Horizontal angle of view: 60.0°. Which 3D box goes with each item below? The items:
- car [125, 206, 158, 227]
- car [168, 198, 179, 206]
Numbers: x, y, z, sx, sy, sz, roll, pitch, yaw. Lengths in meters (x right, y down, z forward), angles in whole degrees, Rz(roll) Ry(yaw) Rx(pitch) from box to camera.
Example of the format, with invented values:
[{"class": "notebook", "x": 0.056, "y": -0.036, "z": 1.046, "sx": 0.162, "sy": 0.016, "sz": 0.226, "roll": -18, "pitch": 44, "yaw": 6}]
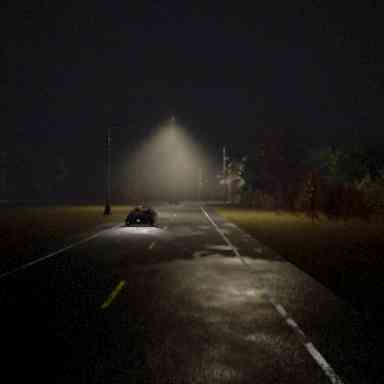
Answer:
[{"class": "car", "x": -3.649, "y": 1.772, "z": 24.630, "sx": 1.994, "sy": 1.385, "sz": 4.181, "roll": 0, "pitch": 0, "yaw": 0}, {"class": "car", "x": -3.652, "y": 1.993, "z": 67.003, "sx": 1.882, "sy": 1.535, "sz": 5.008, "roll": 0, "pitch": 0, "yaw": 0}]
